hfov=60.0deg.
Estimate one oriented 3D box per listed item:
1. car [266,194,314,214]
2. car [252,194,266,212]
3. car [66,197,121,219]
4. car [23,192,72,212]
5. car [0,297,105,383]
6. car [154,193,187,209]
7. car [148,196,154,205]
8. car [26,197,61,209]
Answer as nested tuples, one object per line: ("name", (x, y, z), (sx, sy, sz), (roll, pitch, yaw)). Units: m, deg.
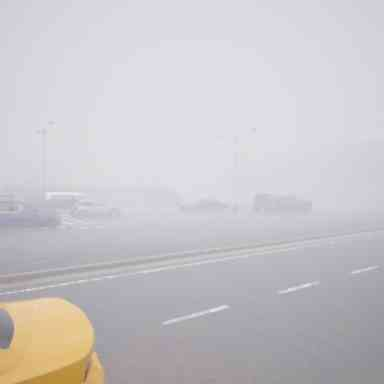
("car", (9.718, 1.126, 32.350), (4.605, 1.855, 1.932), (0, 0, -35))
("car", (8.090, 1.129, 34.744), (3.866, 1.878, 1.905), (0, 0, -35))
("car", (-7.731, 1.388, 26.862), (3.806, 1.475, 1.970), (0, 0, -35))
("car", (-17.566, 1.147, 40.603), (4.605, 1.855, 1.932), (0, 0, -35))
("car", (-3.034, 1.480, 1.803), (5.008, 1.535, 1.882), (0, 0, -35))
("car", (-3.276, 1.131, 50.741), (3.866, 1.878, 1.905), (0, 0, -35))
("car", (-4.940, 1.371, 53.111), (3.806, 1.475, 1.970), (0, 0, -35))
("car", (-19.186, 1.358, 43.005), (3.905, 1.438, 1.784), (0, 0, -35))
